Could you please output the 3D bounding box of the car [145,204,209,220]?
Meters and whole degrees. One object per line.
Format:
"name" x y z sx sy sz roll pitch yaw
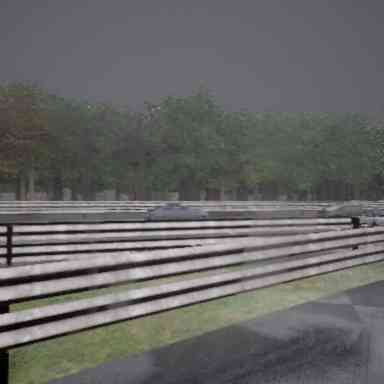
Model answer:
"car" -0.967 1.475 22.027 4.181 1.385 1.994 1 0 -20

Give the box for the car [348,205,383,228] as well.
"car" 11.805 1.625 19.323 4.718 1.301 1.895 1 0 -20

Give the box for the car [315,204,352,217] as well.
"car" 10.560 1.543 22.592 4.674 1.442 1.812 1 0 -20
